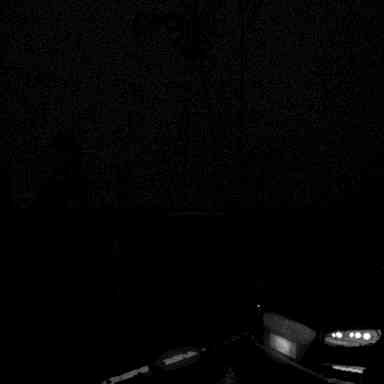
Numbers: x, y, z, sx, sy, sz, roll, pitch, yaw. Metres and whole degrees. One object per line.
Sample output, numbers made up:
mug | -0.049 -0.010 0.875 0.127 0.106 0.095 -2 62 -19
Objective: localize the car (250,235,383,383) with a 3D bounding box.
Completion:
car | 3.037 1.490 5.225 4.902 1.511 2.128 0 0 -35
